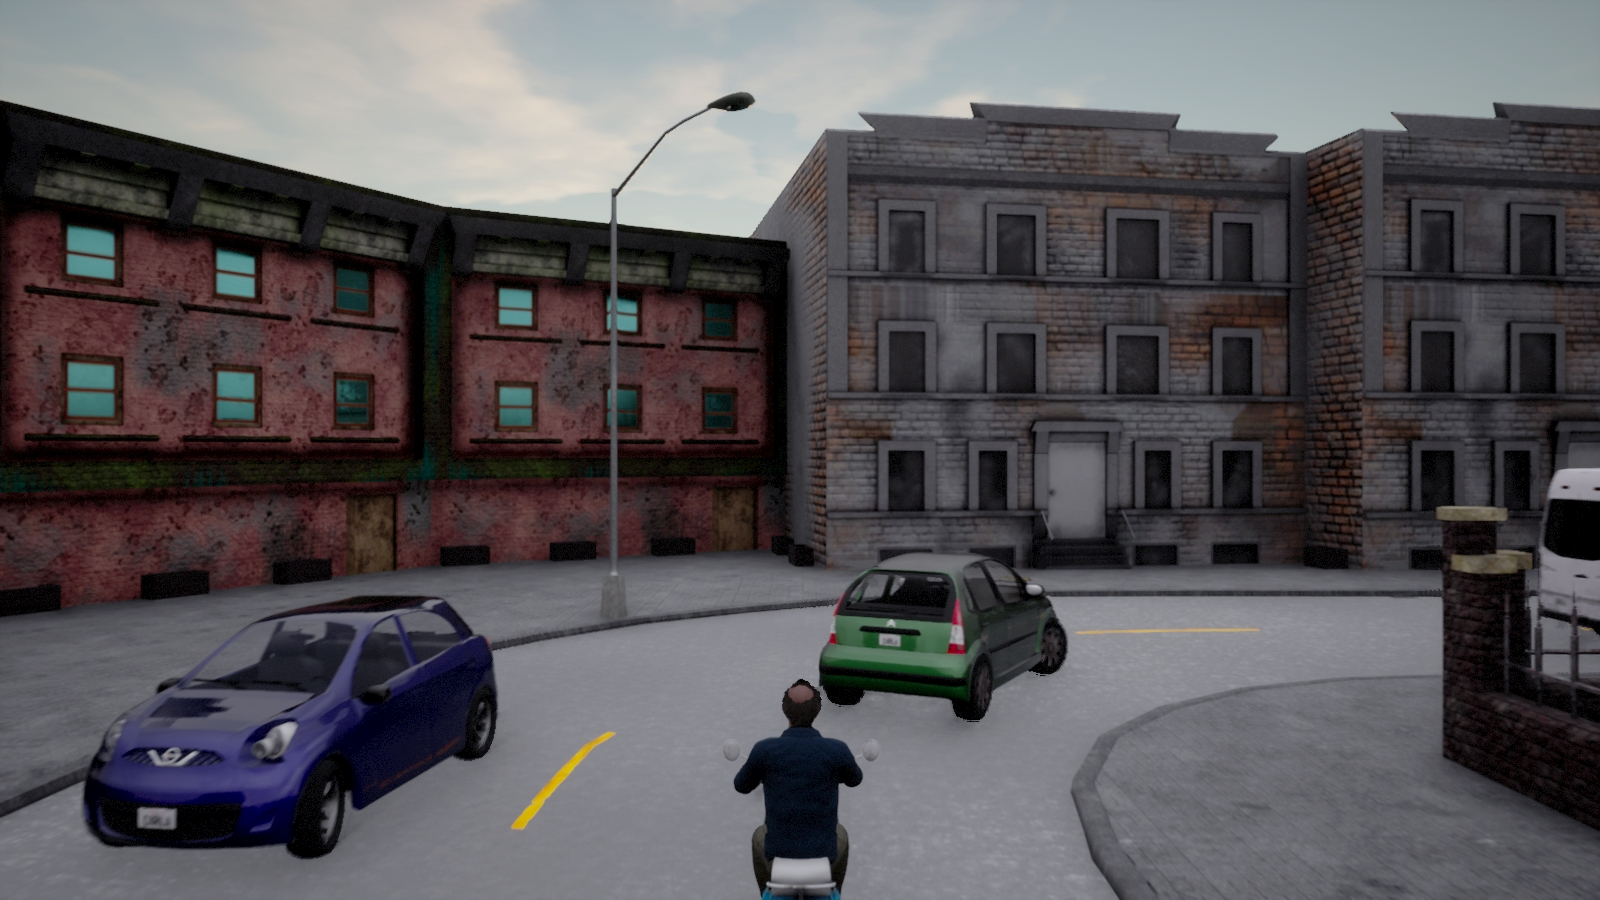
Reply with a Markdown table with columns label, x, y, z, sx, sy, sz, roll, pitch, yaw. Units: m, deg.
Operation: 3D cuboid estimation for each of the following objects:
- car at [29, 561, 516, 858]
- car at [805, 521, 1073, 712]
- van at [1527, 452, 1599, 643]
| label | x | y | z | sx | sy | sz | roll | pitch | yaw |
| --- | --- | --- | --- | --- | --- | --- | --- | --- | --- |
| car | -3.861 | 1.819 | 9.128 | 1.845 | 1.501 | 3.633 | 0 | 0 | 8 |
| car | 1.796 | 1.781 | 13.465 | 1.851 | 1.617 | 3.988 | 0 | 0 | 28 |
| van | 13.735 | 1.315 | 15.936 | 5.915 | 2.561 | 1.988 | 0 | 0 | 0 |
